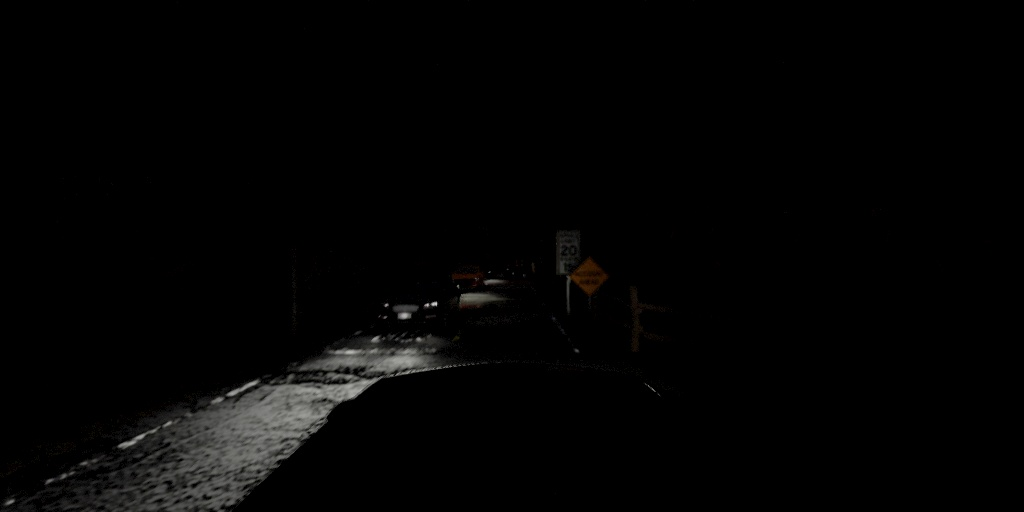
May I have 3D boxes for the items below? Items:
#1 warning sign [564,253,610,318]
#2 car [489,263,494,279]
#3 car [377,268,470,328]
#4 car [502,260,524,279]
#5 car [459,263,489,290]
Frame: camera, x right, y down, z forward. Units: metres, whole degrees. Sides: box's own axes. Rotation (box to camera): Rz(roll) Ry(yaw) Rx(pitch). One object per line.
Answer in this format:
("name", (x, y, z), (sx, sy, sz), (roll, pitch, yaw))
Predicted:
("warning sign", (2.449, 0.924, 11.311), (1.300, 1.860, 1.060), (0, 0, 0))
("car", (-2.835, 1.470, 35.774), (1.837, 1.490, 4.892), (0, 0, 0))
("car", (-2.821, 1.314, 11.768), (2.128, 1.511, 4.902), (0, 0, -1))
("car", (0.100, 1.451, 35.704), (2.128, 1.511, 4.902), (0, 0, 0))
("car", (-2.852, 1.376, 23.847), (1.882, 1.535, 5.008), (0, -1, 0))
